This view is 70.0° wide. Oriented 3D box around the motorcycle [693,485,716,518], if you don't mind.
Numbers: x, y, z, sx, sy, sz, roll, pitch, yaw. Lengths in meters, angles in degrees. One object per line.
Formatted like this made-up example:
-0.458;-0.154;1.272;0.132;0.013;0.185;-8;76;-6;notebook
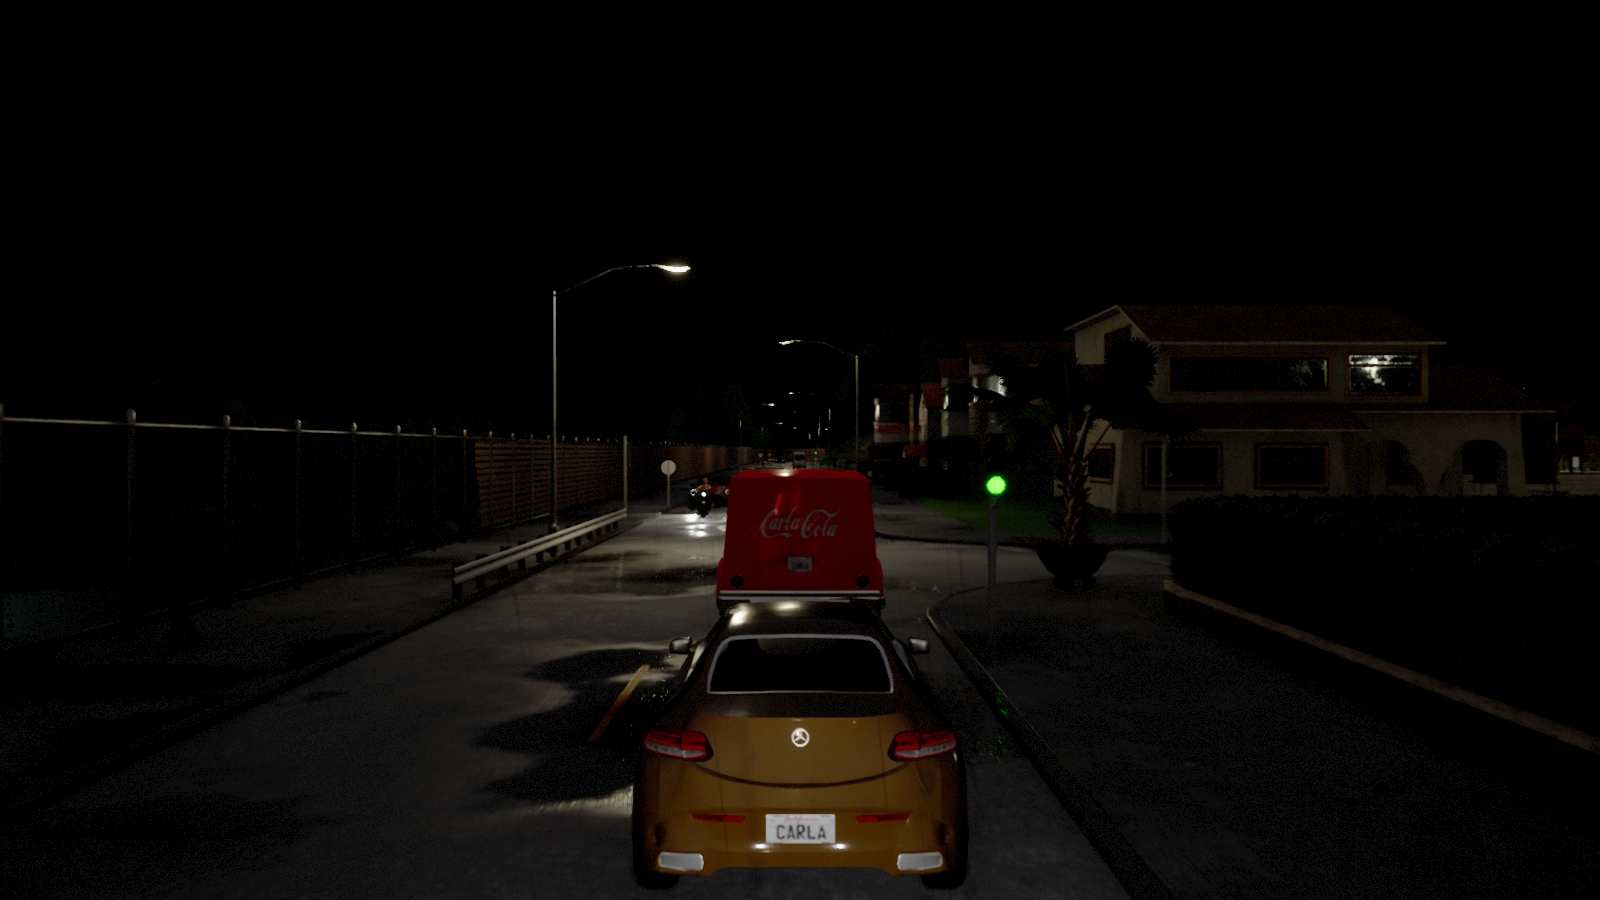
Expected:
-4.016;2.158;48.176;0.764;1.307;2.356;0;0;0;motorcycle

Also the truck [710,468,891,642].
-0.002;1.567;19.195;2.627;2.467;5.204;0;0;0;truck

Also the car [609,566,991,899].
0.000;1.992;8.949;2.152;1.651;5.027;0;0;0;car

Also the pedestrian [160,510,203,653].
-8.258;1.746;15.255;0.375;1.860;0.375;0;0;0;pedestrian
